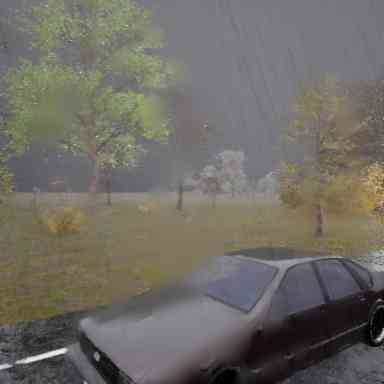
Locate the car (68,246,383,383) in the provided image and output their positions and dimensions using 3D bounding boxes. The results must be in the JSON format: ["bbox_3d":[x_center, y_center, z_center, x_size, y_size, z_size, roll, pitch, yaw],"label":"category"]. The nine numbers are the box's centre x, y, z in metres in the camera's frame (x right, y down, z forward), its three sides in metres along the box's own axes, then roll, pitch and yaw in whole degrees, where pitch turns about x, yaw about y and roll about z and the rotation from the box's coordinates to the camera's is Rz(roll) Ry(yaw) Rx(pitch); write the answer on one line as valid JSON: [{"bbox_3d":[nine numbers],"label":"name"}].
[{"bbox_3d":[1.155,1.567,4.818,5.357,1.411,2.033,0,0,-36],"label":"car"}]
